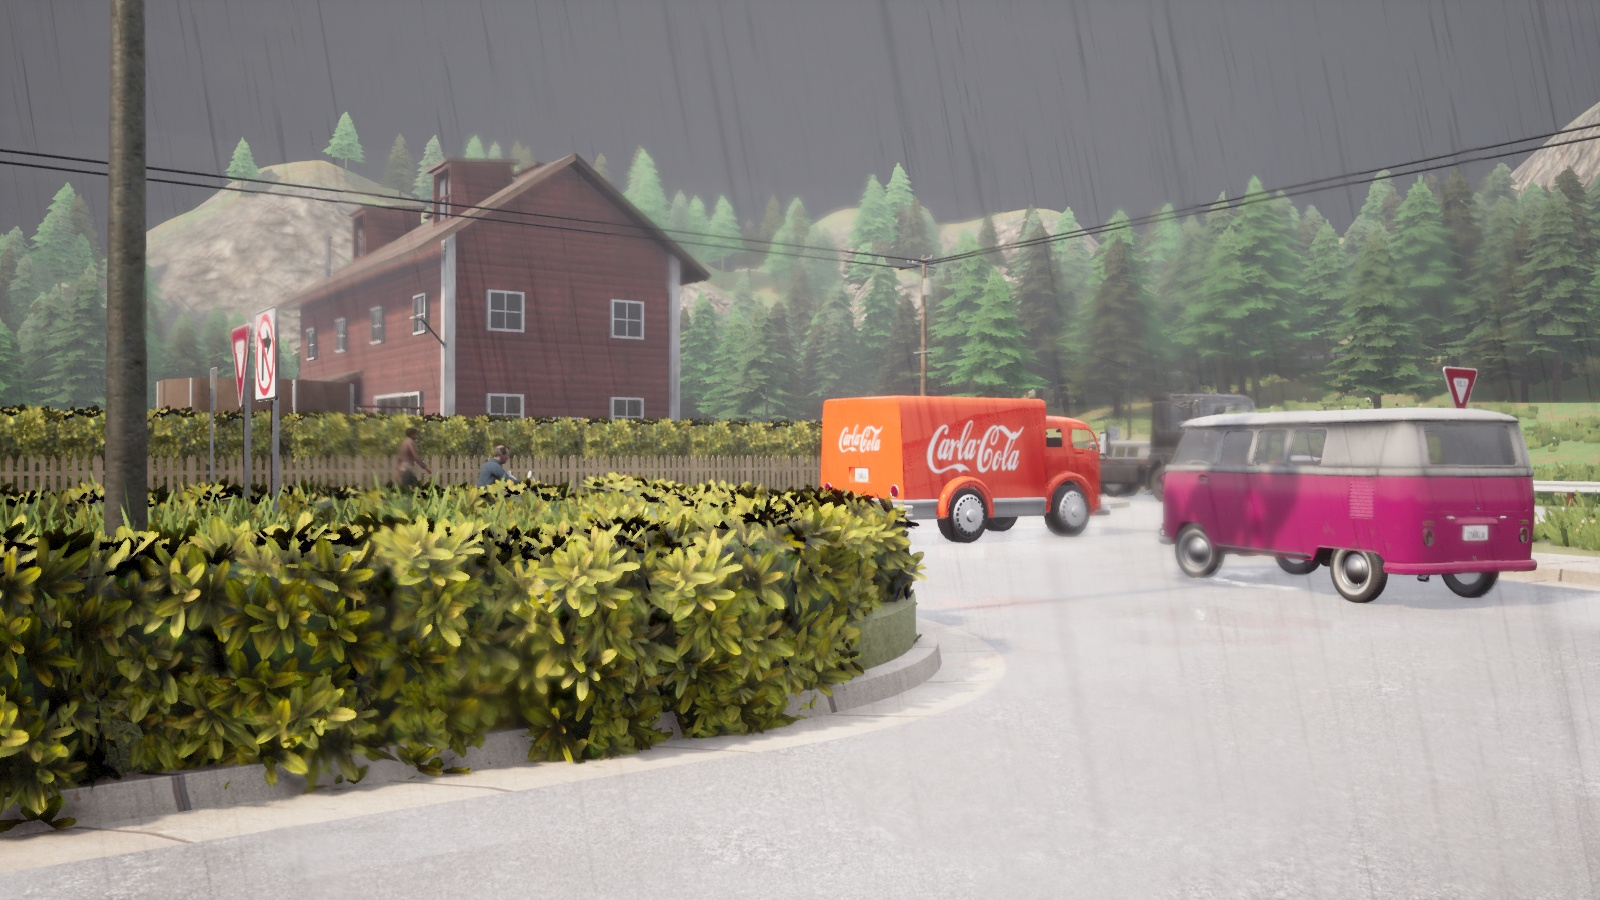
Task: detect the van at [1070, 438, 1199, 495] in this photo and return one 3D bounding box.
[{"bbox_3d":[12.090,0.584,45.682,1.775,1.987,4.442,0,0,-34],"label":"van"}]

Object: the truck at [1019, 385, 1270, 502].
[{"bbox_3d":[11.012,-0.158,41.048,2.891,3.462,7.936,0,0,-34],"label":"truck"}]

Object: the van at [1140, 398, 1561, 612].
[{"bbox_3d":[5.870,0.520,14.076,1.775,1.987,4.442,0,0,-19],"label":"van"}]

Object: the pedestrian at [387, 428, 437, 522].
[{"bbox_3d":[-7.502,0.475,24.299,0.869,1.805,0.328,0,0,-34],"label":"pedestrian"}]

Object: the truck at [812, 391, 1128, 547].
[{"bbox_3d":[3.098,0.306,22.486,5.204,2.467,2.627,0,0,-35],"label":"truck"}]
